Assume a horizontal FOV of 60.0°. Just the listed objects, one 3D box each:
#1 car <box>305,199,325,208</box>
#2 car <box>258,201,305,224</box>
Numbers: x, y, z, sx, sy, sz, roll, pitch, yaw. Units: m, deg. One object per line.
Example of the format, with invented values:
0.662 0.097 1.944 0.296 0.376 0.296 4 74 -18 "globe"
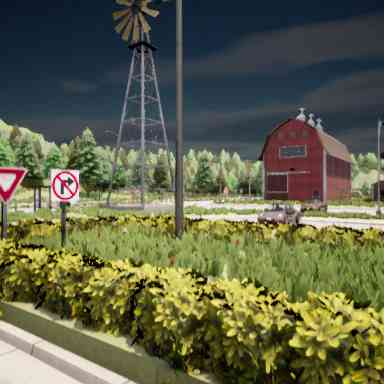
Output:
12.382 1.456 33.724 1.816 1.474 4.193 0 0 35 "car"
5.957 1.469 22.515 1.784 1.438 3.905 0 0 35 "car"
